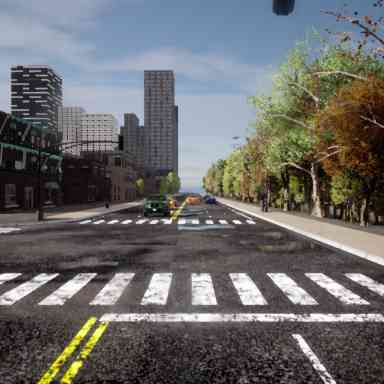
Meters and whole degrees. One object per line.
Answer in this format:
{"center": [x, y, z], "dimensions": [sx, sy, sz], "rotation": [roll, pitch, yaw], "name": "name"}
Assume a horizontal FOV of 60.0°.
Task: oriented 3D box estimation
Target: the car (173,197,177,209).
{"center": [-3.277, 1.463, 42.276], "dimensions": [1.882, 1.535, 5.008], "rotation": [0, 0, 0], "name": "car"}

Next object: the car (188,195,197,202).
{"center": [0.119, 1.448, 72.852], "dimensions": [1.882, 1.535, 5.008], "rotation": [0, 0, 0], "name": "car"}

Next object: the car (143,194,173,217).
{"center": [-3.296, 1.211, 32.094], "dimensions": [2.150, 2.045, 5.566], "rotation": [0, 0, 0], "name": "car"}

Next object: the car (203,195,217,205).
{"center": [3.437, 1.541, 59.812], "dimensions": [1.994, 1.385, 4.181], "rotation": [0, 0, 0], "name": "car"}

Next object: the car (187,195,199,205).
{"center": [0.189, 1.329, 59.889], "dimensions": [2.097, 1.767, 4.553], "rotation": [0, 0, -1], "name": "car"}
